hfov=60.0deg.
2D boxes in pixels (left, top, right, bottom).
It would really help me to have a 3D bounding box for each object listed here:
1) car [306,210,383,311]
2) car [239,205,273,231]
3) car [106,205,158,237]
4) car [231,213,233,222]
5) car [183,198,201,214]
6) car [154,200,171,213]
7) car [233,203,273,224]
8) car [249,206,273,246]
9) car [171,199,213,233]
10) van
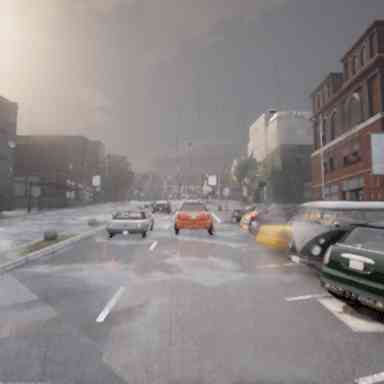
[{"bbox_3d":[4.977,1.368,6.751,4.553,1.767,2.185,1,0,-20],"label":"car"},{"bbox_3d":[5.033,1.535,15.914,4.792,1.488,2.163,1,0,-20],"label":"car"},{"bbox_3d":[-3.161,1.622,17.989,1.895,1.301,4.718,0,0,0],"label":"car"},{"bbox_3d":[4.978,1.516,22.000,4.892,1.521,2.231,1,0,-20],"label":"car"},{"bbox_3d":[-0.016,1.524,37.790,1.882,1.535,5.008,0,0,0],"label":"car"},{"bbox_3d":[-3.262,1.569,37.029,1.812,1.442,4.674,0,0,0],"label":"car"},{"bbox_3d":[5.032,1.385,18.957,4.553,1.767,2.185,1,0,-20],"label":"car"},{"bbox_3d":[5.180,1.500,12.919,5.366,1.575,1.946,1,0,-20],"label":"car"},{"bbox_3d":[0.079,1.377,19.913,2.097,1.767,4.553,0,0,0],"label":"car"},{"bbox_3d":[4.900,1.270,9.760,4.442,1.987,1.878,1,0,-20],"label":"van"}]
